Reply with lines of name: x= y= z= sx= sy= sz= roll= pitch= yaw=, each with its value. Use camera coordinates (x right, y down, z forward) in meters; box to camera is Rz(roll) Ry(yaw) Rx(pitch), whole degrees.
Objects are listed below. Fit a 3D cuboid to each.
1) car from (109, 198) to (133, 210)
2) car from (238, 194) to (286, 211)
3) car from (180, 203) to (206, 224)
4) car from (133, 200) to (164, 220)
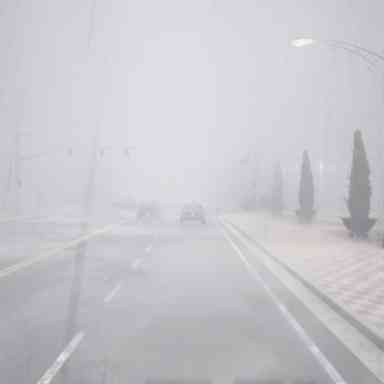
car: x=-8.877 y=1.504 z=42.683 sx=2.128 sy=1.511 sz=4.902 roll=0 pitch=0 yaw=-41
car: x=8.392 y=1.233 z=40.060 sx=5.566 sy=2.045 sz=2.150 roll=0 pitch=-1 yaw=-9
car: x=0.051 y=1.555 z=24.664 sx=2.033 sy=1.411 sz=5.357 roll=0 pitch=0 yaw=0
car: x=-3.516 y=1.513 z=28.265 sx=1.837 sy=1.490 sz=4.892 roll=0 pitch=0 yaw=-1
